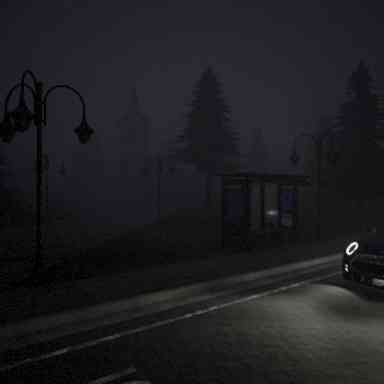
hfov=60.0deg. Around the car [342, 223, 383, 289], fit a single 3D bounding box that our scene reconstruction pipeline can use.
[{"bbox_3d":[5.801,1.351,8.493,4.553,1.767,2.097,0,0,-38],"label":"car"}]
